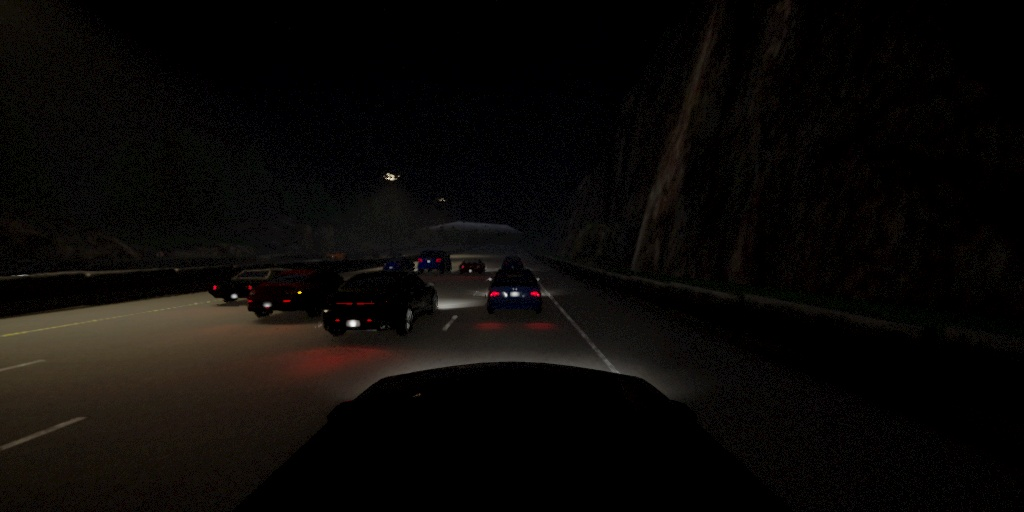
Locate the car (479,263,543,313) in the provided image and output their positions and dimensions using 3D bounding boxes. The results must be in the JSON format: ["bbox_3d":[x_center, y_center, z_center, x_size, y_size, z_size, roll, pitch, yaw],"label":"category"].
[{"bbox_3d":[0.085,1.160,13.278,2.033,1.411,5.357,0,1,0],"label":"car"}]

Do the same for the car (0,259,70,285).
[{"bbox_3d":[-31.624,0.973,22.311,2.128,1.511,4.902,0,1,0],"label":"car"}]

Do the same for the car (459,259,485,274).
[{"bbox_3d":[-3.441,0.889,31.934,1.895,1.301,4.718,0,1,0],"label":"car"}]

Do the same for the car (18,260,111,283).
[{"bbox_3d":[-24.624,1.103,21.026,1.895,1.301,4.718,0,1,0],"label":"car"}]

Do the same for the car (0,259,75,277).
[{"bbox_3d":[-28.124,0.989,22.112,1.837,1.490,4.892,0,1,0],"label":"car"}]

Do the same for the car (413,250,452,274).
[{"bbox_3d":[-6.941,0.497,32.595,2.150,2.045,5.566,0,1,0],"label":"car"}]

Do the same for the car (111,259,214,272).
[{"bbox_3d":[-21.125,0.968,22.433,2.128,1.511,4.902,0,1,0],"label":"car"}]

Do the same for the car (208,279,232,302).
[{"bbox_3d":[-10.419,1.182,15.665,1.895,1.301,4.718,0,1,0],"label":"car"}]

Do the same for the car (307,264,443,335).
[{"bbox_3d":[-3.418,1.162,10.132,1.837,1.490,4.892,0,1,0],"label":"car"}]

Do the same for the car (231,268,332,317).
[{"bbox_3d":[-6.925,1.153,12.437,1.812,1.442,4.674,0,1,0],"label":"car"}]

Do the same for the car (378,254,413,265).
[{"bbox_3d":[-10.443,0.788,33.254,1.812,1.442,4.674,0,1,0],"label":"car"}]

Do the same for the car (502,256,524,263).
[{"bbox_3d":[0.056,0.734,33.371,1.882,1.535,5.008,0,1,0],"label":"car"}]
